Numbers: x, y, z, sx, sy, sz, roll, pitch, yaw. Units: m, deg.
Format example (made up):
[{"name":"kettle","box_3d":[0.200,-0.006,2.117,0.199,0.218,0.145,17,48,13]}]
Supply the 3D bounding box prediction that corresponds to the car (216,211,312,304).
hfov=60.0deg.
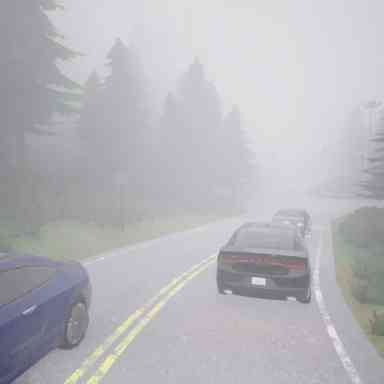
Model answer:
[{"name":"car","box_3d":[1.957,1.483,8.436,1.882,1.535,5.008,1,0,17]}]

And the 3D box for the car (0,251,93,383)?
[{"name":"car","box_3d":[-2.730,1.496,3.618,1.812,1.442,4.674,0,0,9]}]

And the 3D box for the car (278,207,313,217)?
[{"name":"car","box_3d":[5.396,1.539,17.925,2.033,1.411,5.357,2,1,22]}]
